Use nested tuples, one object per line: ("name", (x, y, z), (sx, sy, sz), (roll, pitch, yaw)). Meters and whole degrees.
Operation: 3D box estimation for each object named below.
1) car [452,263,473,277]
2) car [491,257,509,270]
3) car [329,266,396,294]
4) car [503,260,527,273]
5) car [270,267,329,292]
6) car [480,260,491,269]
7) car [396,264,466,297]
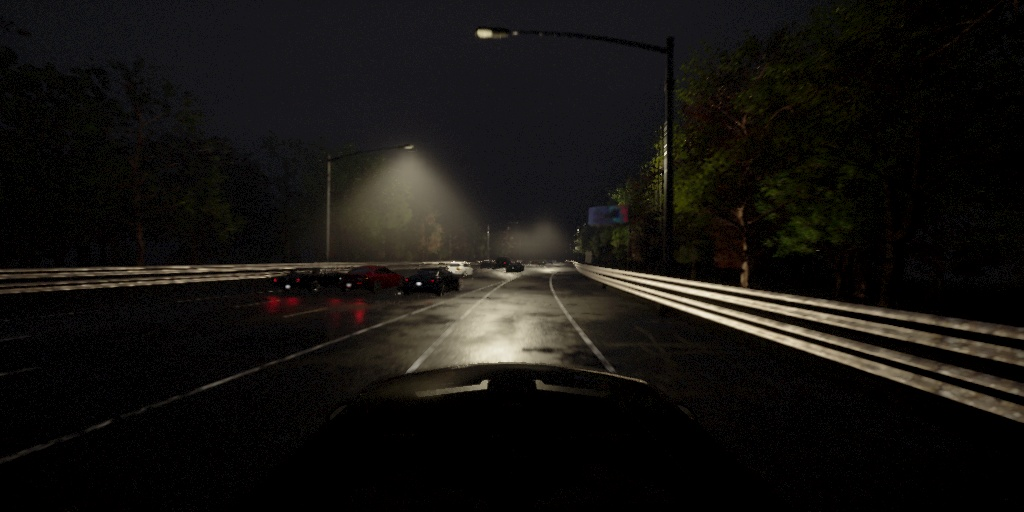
("car", (-5.173, 1.365, 35.272), (1.812, 1.442, 4.674), (1, 0, 9))
("car", (-1.437, 1.245, 59.049), (2.150, 2.045, 5.566), (1, 0, 9))
("car", (-7.609, 1.247, 19.789), (1.812, 1.442, 4.674), (1, 0, 9))
("car", (0.446, 1.540, 48.523), (1.994, 1.385, 4.181), (1, 0, 9))
("car", (-11.055, 1.288, 20.414), (1.895, 1.301, 4.718), (1, 0, 9))
("car", (-4.274, 1.515, 63.530), (2.128, 1.511, 4.902), (1, 0, 9))
("car", (-4.162, 1.320, 19.173), (1.994, 1.385, 4.181), (0, 0, 9))
